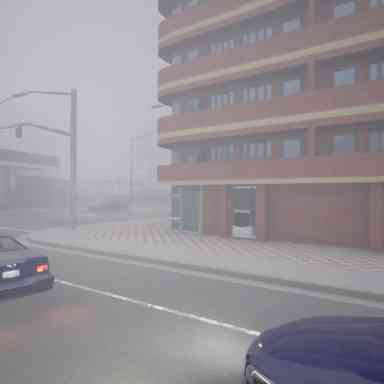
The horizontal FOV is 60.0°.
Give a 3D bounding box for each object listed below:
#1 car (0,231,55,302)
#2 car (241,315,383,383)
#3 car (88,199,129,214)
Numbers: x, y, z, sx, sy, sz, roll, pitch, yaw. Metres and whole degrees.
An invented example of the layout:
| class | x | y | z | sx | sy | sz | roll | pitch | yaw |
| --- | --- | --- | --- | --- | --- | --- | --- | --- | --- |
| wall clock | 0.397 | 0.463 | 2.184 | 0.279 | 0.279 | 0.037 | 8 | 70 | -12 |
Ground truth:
| class | x | y | z | sx | sy | sz | roll | pitch | yaw |
| --- | --- | --- | --- | --- | --- | --- | --- | --- | --- |
| car | -5.269 | 1.545 | 7.650 | 5.357 | 1.411 | 2.033 | 0 | 0 | 38 |
| car | 2.581 | 1.536 | 2.152 | 4.674 | 1.442 | 1.812 | 0 | 0 | 35 |
| car | -8.952 | 1.523 | 35.881 | 1.837 | 1.490 | 4.892 | 0 | 0 | 34 |
